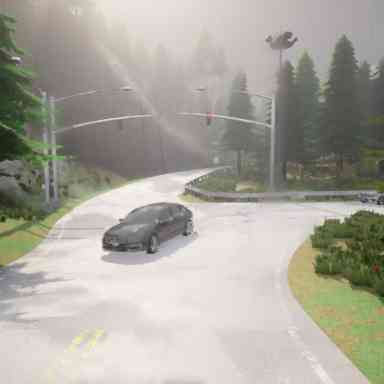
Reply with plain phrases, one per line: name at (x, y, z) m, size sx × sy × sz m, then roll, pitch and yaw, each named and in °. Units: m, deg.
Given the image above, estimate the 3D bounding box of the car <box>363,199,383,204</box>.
car at (13.760, 0.112, 22.756) m, size 4.674 × 1.442 × 1.812 m, roll -1°, pitch 5°, yaw -11°

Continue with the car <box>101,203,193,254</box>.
car at (-1.552, 1.267, 13.054) m, size 1.837 × 1.490 × 4.892 m, roll -3°, pitch 4°, yaw 24°
